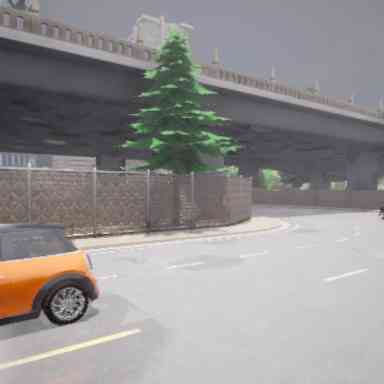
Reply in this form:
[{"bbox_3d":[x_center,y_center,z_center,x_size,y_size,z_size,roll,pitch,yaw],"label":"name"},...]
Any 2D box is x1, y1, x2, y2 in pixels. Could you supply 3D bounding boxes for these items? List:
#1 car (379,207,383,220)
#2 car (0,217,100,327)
[{"bbox_3d":[16.252,1.466,25.354,1.882,1.535,5.008,1,0,3],"label":"car"},{"bbox_3d":[-3.983,1.352,5.467,4.553,1.767,2.097,0,0,-36],"label":"car"}]
